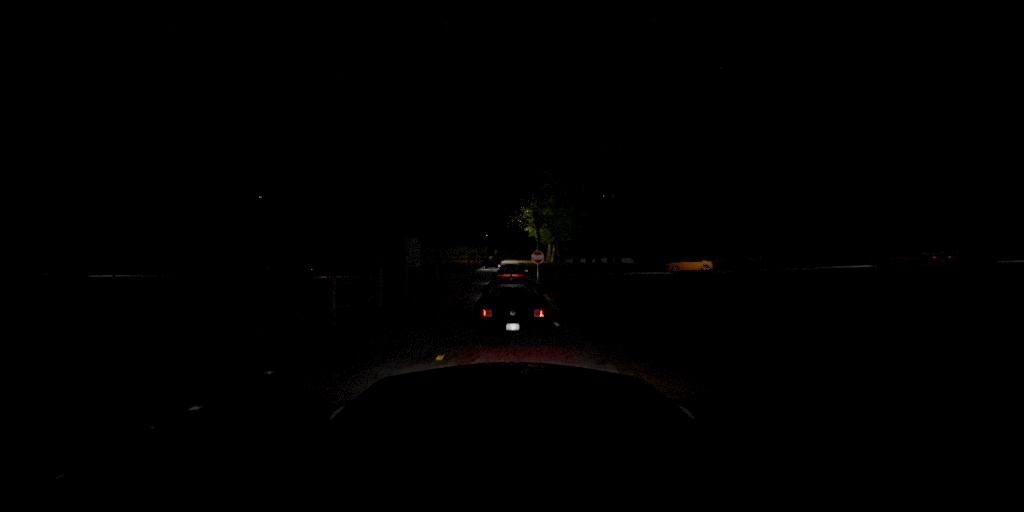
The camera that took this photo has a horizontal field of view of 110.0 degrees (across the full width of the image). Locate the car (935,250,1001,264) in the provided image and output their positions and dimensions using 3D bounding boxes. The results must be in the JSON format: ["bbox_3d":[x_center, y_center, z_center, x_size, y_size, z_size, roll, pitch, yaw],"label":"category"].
[{"bbox_3d":[43.843,0.075,34.648,4.718,1.301,1.895,-2,-1,0],"label":"car"}]

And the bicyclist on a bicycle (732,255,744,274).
[{"bbox_3d":[19.724,0.743,31.351,0.582,1.620,1.656,-1,-1,0],"label":"bicyclist on a bicycle"}]

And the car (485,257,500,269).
[{"bbox_3d":[-3.124,1.197,54.780,1.812,1.442,4.674,0,0,-1],"label":"car"}]

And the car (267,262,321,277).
[{"bbox_3d":[-20.638,1.278,34.053,4.674,1.442,1.812,0,-1,0],"label":"car"}]

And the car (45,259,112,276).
[{"bbox_3d":[-40.933,1.081,33.911,4.892,1.490,1.837,1,-1,0],"label":"car"}]

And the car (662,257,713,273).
[{"bbox_3d":[18.188,0.898,37.324,5.008,1.535,1.882,-1,-1,0],"label":"car"}]

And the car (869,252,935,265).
[{"bbox_3d":[40.423,0.261,37.488,4.718,1.301,1.895,-2,-1,0],"label":"car"}]

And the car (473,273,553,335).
[{"bbox_3d":[0.029,1.353,10.541,1.895,1.301,4.718,0,0,0],"label":"car"}]

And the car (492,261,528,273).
[{"bbox_3d":[-0.048,1.257,22.481,1.837,1.490,4.892,0,0,0],"label":"car"}]
